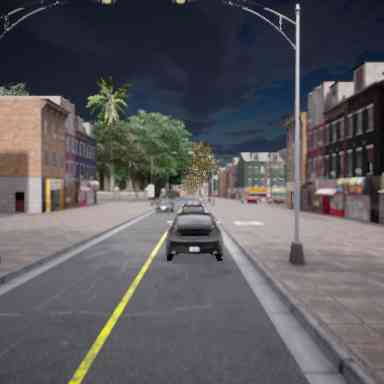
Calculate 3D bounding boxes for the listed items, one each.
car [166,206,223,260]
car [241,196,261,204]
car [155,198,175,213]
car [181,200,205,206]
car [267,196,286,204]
[{"bbox_3d":[0.083,1.470,12.351,1.837,1.490,4.892,0,0,0],"label":"car"},{"bbox_3d":[11.831,1.522,67.122,4.097,1.590,1.967,1,0,0],"label":"car"},{"bbox_3d":[-2.847,1.424,35.726,2.128,1.511,4.902,0,0,0],"label":"car"},{"bbox_3d":[0.086,1.432,28.334,2.128,1.511,4.902,0,0,0],"label":"car"},{"bbox_3d":[17.265,1.584,67.122,4.097,1.590,1.967,1,0,0],"label":"car"}]
